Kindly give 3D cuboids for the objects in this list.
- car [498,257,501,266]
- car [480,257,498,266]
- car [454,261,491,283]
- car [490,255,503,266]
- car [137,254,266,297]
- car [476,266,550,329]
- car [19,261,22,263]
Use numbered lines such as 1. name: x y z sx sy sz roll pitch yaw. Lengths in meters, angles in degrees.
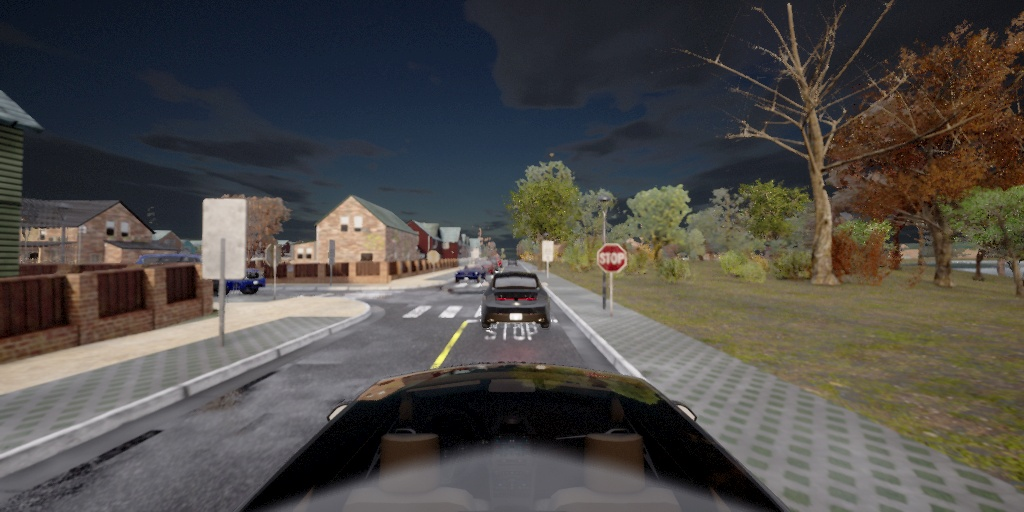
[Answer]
1. car: -2.798 1.196 48.115 1.837 1.490 4.892 0 0 0
2. car: -2.810 1.171 37.735 1.882 1.535 5.008 0 0 0
3. car: -3.087 1.303 27.718 1.895 1.301 4.718 0 0 5
4. car: -2.753 0.919 59.311 2.150 2.045 5.566 0 0 0
5. car: -15.098 0.935 17.351 5.566 2.045 2.150 0 -1 2
6. car: 0.100 1.233 11.182 1.837 1.490 4.892 0 0 0
7. car: -26.155 0.959 17.715 5.566 2.045 2.150 0 -1 2
